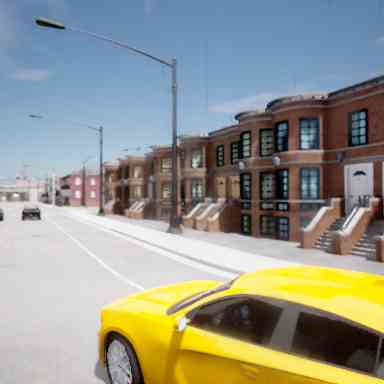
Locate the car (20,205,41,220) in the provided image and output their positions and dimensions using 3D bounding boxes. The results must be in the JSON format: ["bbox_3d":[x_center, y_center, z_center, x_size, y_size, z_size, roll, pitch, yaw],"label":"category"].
[{"bbox_3d":[-17.560,2.177,36.269,2.128,1.511,4.902,0,-1,-27],"label":"car"}]

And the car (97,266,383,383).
[{"bbox_3d":[1.013,1.539,3.389,5.008,1.535,1.882,-1,-1,40],"label":"car"}]

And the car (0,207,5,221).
[{"bbox_3d":[-20.364,2.179,34.093,1.812,1.442,4.674,0,-1,-27],"label":"car"}]
